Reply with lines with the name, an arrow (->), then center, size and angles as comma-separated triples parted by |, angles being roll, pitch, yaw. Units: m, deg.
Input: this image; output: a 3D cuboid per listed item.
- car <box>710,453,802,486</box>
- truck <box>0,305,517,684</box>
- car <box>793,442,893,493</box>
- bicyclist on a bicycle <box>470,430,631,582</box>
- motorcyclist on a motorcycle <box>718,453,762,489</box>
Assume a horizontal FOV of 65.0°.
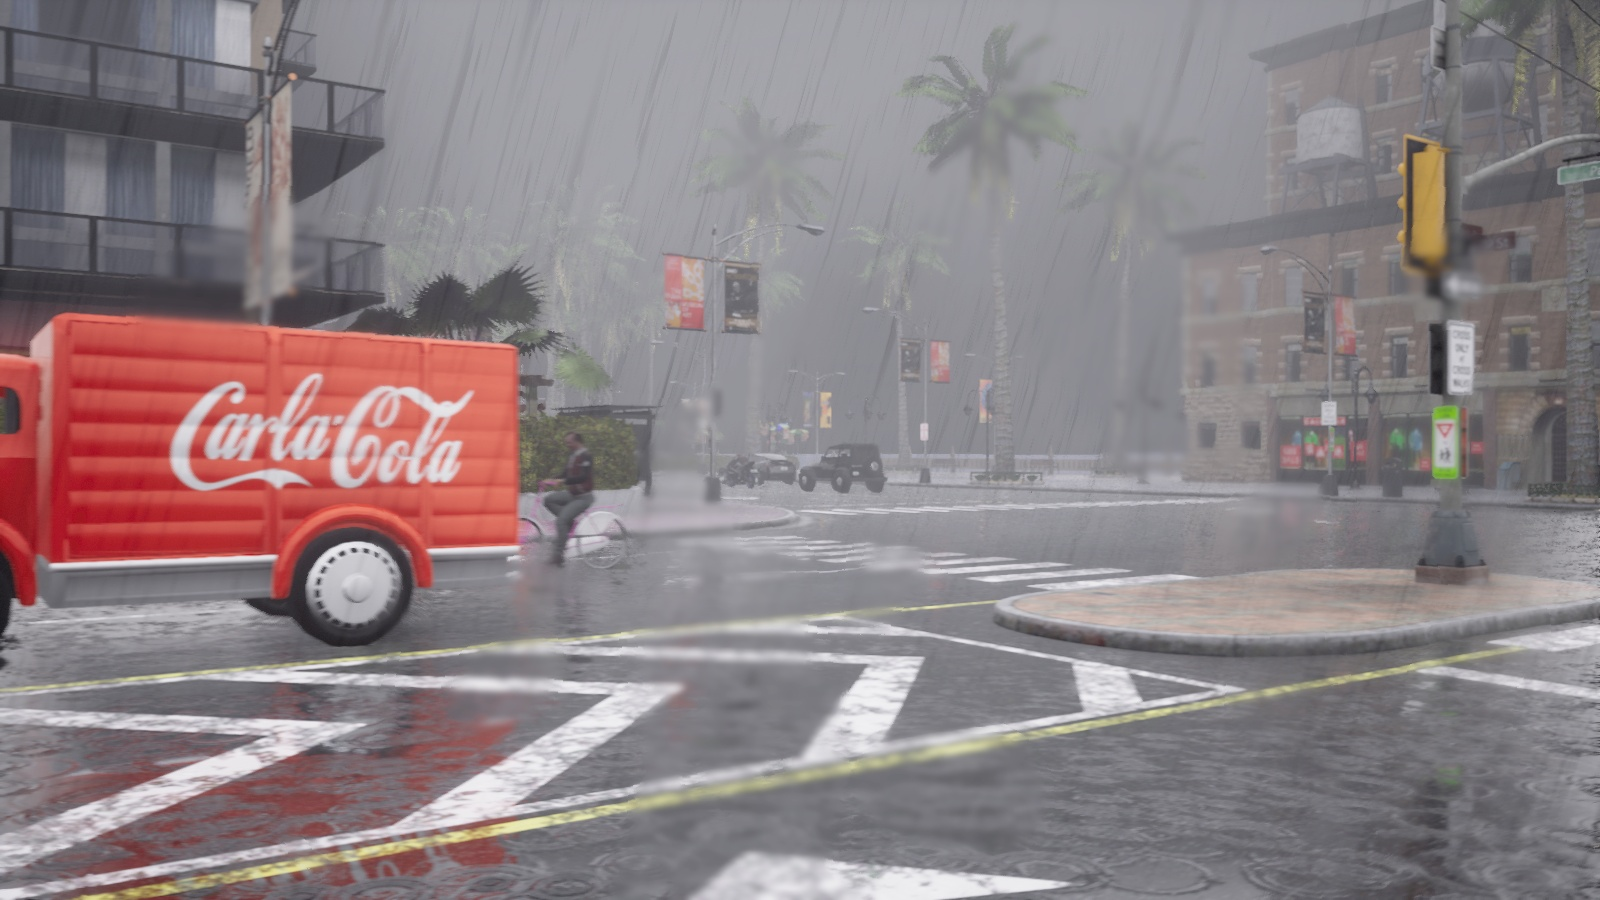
car -> -2.137, 0.891, 60.032 | 2.163, 1.488, 4.792 | 0, 0, -35
truck -> -5.190, 0.297, 9.795 | 5.204, 2.467, 2.627 | 0, 0, -35
car -> 1.605, 0.649, 48.347 | 1.905, 1.878, 3.866 | 0, -1, -34
bicyclist on a bicycle -> -3.067, 0.659, 15.535 | 1.843, 1.776, 0.659 | 0, 0, -35
motorcyclist on a motorcycle -> -2.614, 0.914, 54.611 | 0.866, 1.530, 2.191 | 0, 0, -34
